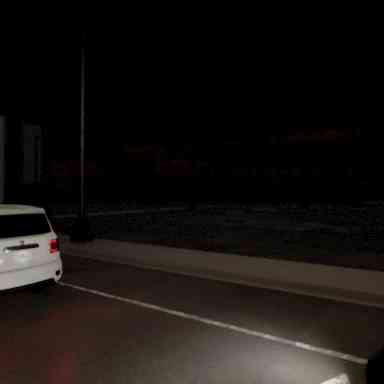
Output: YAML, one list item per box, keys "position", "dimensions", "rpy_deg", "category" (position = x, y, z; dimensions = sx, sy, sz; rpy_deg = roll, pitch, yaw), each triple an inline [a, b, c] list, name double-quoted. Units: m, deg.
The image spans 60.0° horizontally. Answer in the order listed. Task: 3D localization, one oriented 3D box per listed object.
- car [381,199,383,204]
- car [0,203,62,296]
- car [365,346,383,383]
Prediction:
- position: [40.490, 1.777, 67.492]
  dimensions: [2.038, 1.542, 4.974]
  rpy_deg: [0, 0, 6]
  category: "car"
- position: [-5.381, 1.291, 7.819]
  dimensions: [5.566, 2.045, 2.150]
  rpy_deg: [0, 0, 35]
  category: "car"
- position: [3.403, 1.509, 1.564]
  dimensions: [4.674, 1.442, 1.812]
  rpy_deg: [0, 0, 35]
  category: "car"
